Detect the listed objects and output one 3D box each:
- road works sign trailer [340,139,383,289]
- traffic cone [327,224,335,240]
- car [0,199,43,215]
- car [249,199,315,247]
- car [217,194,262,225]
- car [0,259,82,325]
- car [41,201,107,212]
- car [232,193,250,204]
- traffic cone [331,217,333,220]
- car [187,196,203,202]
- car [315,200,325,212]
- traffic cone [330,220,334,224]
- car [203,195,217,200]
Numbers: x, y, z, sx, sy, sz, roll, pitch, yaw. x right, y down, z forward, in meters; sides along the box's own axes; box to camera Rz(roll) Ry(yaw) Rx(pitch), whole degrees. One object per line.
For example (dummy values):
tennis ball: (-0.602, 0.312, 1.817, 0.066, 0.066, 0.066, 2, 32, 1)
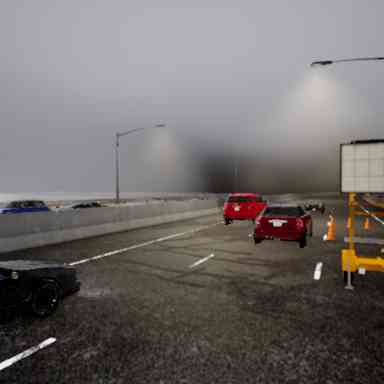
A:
road works sign trailer: (5.097, 0.436, 8.545, 2.380, 3.560, 2.880, 0, 0, 23)
traffic cone: (6.503, 1.906, 15.567, 0.340, 0.580, 0.340, 0, 0, 23)
car: (-11.852, 1.299, 22.511, 2.097, 1.767, 4.553, 0, 0, 23)
car: (4.260, 1.306, 15.179, 2.097, 1.767, 4.553, 0, 0, 23)
car: (3.854, 1.154, 23.051, 2.150, 2.045, 5.566, 0, 0, 23)
car: (-4.048, 1.537, 4.692, 2.033, 1.411, 5.357, 0, 0, 23)
car: (-7.731, 1.447, 23.227, 1.837, 1.490, 4.892, 0, 0, 23)
car: (9.062, 1.167, 61.163, 2.097, 1.767, 4.553, 0, 0, 25)
traffic cone: (8.087, 1.894, 19.240, 0.340, 0.580, 0.340, 0, 0, 23)
car: (0.844, 1.430, 59.952, 1.895, 1.301, 4.718, 0, 0, 25)
car: (13.414, 1.486, 36.154, 1.895, 1.301, 4.718, 0, 0, 24)
traffic cone: (7.295, 1.900, 17.403, 0.340, 0.580, 0.340, 0, 0, 23)
car: (4.407, 1.318, 59.363, 2.128, 1.511, 4.902, 0, 0, 25)
